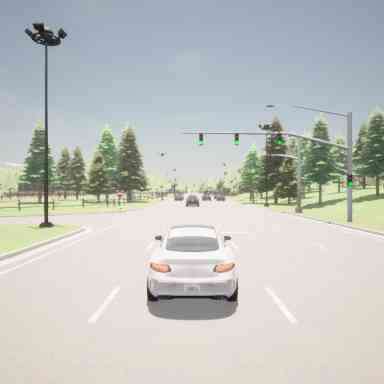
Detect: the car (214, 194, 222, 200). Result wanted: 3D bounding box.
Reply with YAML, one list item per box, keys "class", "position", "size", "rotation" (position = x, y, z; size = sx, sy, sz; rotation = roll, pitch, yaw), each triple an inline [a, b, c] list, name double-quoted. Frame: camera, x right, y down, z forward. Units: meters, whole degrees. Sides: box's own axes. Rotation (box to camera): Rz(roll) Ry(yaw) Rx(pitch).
- class: "car"
  position: [7.173, 1.385, 93.088]
  size: [1.994, 1.385, 4.181]
  rotation: [0, 0, 0]

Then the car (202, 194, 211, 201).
- class: "car"
  position: [3.654, 1.348, 83.061]
  size: [2.097, 1.767, 4.553]
  rotation: [0, 0, 0]

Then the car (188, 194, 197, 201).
- class: "car"
  position: [0.154, 1.348, 83.067]
  size: [2.097, 1.767, 4.553]
  rotation: [0, 0, 0]

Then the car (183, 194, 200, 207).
- class: "car"
  position: [0.097, 1.352, 52.038]
  size: [2.097, 1.767, 4.553]
  rotation: [0, 0, 0]

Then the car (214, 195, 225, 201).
- class: "car"
  position: [7.154, 1.517, 82.668]
  size: [2.128, 1.511, 4.902]
  rotation: [0, 0, 0]

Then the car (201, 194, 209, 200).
- class: "car"
  position: [3.673, 1.372, 93.094]
  size: [2.033, 1.411, 5.357]
  rotation: [0, 0, 0]

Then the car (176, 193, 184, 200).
- class: "car"
  position: [-3.327, 1.187, 93.077]
  size: [2.097, 1.767, 4.553]
  rotation: [0, 0, 0]

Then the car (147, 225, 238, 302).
- class: "car"
  position: [0.022, 1.526, 8.165]
  size: [1.812, 1.442, 4.674]
  rotation: [0, 0, 0]

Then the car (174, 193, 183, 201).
- class: "car"
  position: [-3.346, 1.544, 83.071]
  size: [1.994, 1.385, 4.181]
  rotation: [0, 0, 0]

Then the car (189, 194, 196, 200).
- class: "car"
  position: [0.173, 1.332, 93.101]
  size: [1.837, 1.490, 4.892]
  rotation: [0, 0, 0]
